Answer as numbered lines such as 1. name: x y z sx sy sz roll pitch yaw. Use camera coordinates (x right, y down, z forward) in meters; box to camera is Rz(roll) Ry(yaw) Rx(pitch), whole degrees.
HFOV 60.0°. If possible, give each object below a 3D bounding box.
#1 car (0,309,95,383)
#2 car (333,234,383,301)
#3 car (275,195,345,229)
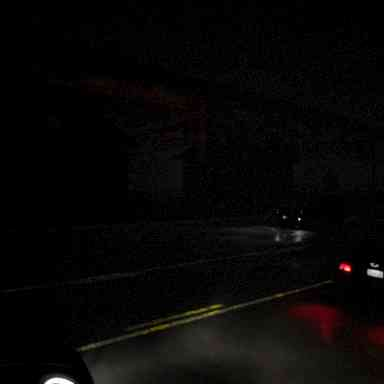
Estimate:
1. car: -2.797 1.350 1.733 4.553 1.767 2.097 0 0 -36
2. car: 5.436 1.562 7.640 5.357 1.411 2.033 0 0 -36
3. car: 8.077 1.242 22.552 5.566 2.045 2.150 0 0 -35
